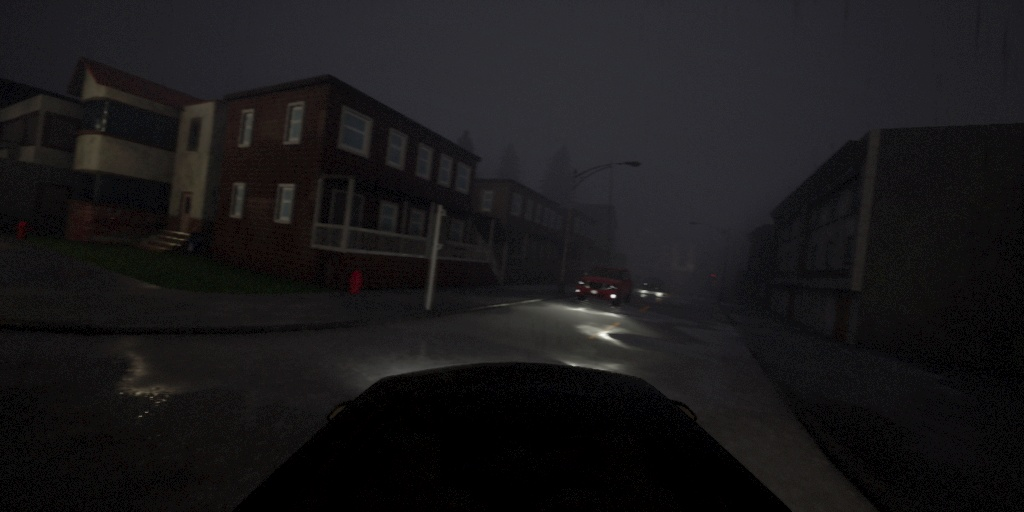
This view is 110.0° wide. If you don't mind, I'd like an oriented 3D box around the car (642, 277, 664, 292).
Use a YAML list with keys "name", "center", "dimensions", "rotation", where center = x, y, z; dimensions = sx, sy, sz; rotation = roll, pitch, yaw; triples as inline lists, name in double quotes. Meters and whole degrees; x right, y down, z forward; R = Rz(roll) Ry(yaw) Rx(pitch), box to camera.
- name: "car"
  center: [16.348, 3.183, 41.298]
  dimensions: [1.882, 1.535, 5.008]
  rotation: [7, 0, 28]

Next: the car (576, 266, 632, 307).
- name: "car"
  center: [5.489, 1.619, 20.611]
  dimensions: [2.150, 2.045, 5.566]
  rotation: [7, 0, 28]
